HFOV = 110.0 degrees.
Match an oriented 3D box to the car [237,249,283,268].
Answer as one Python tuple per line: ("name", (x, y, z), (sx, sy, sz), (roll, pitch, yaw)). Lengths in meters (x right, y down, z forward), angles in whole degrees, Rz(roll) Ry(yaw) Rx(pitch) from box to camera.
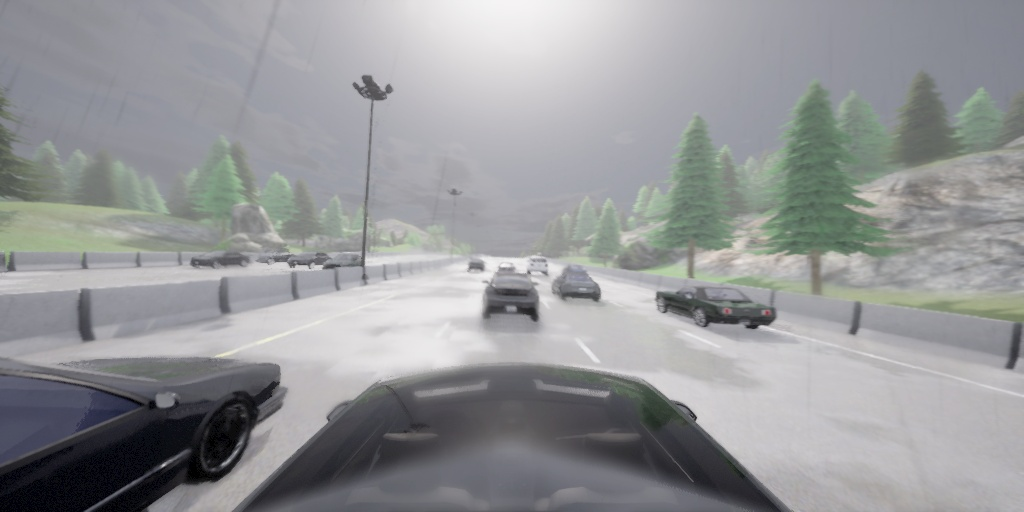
("car", (-21.524, 0.074, 32.150), (2.128, 1.511, 4.902), (2, 0, -1))

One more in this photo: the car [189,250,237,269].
("car", (-25.020, 0.271, 30.925), (1.882, 1.535, 5.008), (2, 0, -1))

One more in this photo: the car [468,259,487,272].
("car", (-4.175, 1.081, 42.913), (1.837, 1.490, 4.892), (2, 1, -1))

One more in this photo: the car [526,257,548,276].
("car", (2.872, 1.106, 41.024), (2.150, 2.045, 5.566), (2, 1, -1))

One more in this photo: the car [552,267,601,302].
("car", (3.321, 1.542, 19.000), (1.994, 1.385, 4.181), (2, 0, -1))

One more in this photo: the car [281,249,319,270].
("car", (-18.031, 0.295, 32.219), (1.837, 1.490, 4.892), (2, 0, -1))

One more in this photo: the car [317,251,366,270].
("car", (-14.529, 0.575, 31.343), (2.097, 1.767, 4.553), (2, 0, -1))

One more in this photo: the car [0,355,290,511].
("car", (-3.298, 1.158, 1.432), (2.033, 1.411, 5.357), (2, 0, -1))

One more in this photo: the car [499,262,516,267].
("car", (-0.539, 1.324, 36.219), (2.033, 1.411, 5.357), (2, 0, -1))

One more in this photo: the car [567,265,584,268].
("car", (6.445, 1.609, 36.780), (2.033, 1.411, 5.357), (2, 0, -1))

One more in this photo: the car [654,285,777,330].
("car", (6.946, 1.710, 12.972), (1.895, 1.301, 4.718), (2, 0, -1))

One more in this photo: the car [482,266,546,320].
("car", (-0.049, 1.329, 13.101), (1.837, 1.490, 4.892), (2, 0, -1))
